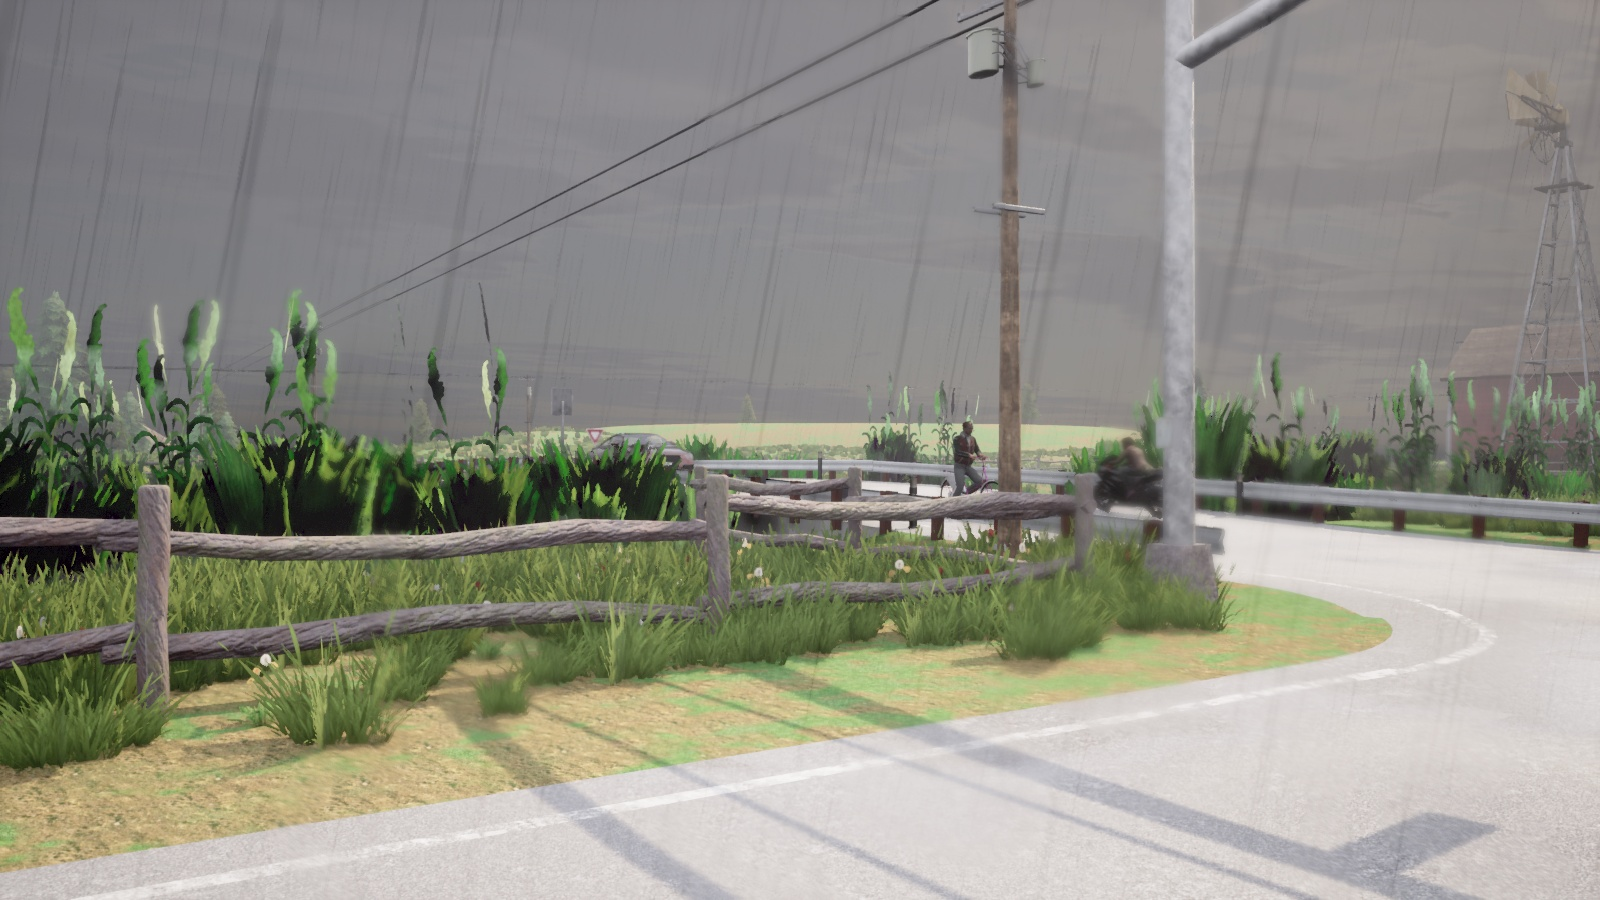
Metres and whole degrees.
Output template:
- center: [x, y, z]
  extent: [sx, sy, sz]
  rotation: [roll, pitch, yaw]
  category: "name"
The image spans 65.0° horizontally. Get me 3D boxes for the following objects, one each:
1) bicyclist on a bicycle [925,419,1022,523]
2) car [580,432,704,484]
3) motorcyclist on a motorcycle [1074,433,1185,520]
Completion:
- center: [3.128, 0.348, 22.816]
  extent: [0.659, 1.776, 1.843]
  rotation: [0, 2, -32]
  category: "bicyclist on a bicycle"
- center: [-4.523, 0.219, 35.469]
  extent: [1.994, 1.385, 4.181]
  rotation: [0, 0, -30]
  category: "car"
- center: [6.339, 0.481, 24.277]
  extent: [0.797, 1.523, 2.044]
  rotation: [0, 3, -32]
  category: "motorcyclist on a motorcycle"
